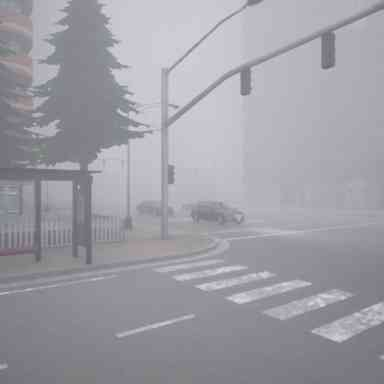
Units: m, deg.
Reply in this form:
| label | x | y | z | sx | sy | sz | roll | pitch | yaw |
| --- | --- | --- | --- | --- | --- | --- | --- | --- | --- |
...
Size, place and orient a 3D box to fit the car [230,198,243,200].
| label | x | y | z | sx | sy | sz | roll | pitch | yaw |
| --- | --- | --- | --- | --- | --- | --- | --- | --- | --- |
| car | 1.989 | 1.517 | 29.949 | 1.882 | 1.535 | 5.008 | 0 | 0 | -35 |

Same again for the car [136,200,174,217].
| label | x | y | z | sx | sy | sz | roll | pitch | yaw |
| --- | --- | --- | --- | --- | --- | --- | --- | --- | --- |
| car | -3.583 | 1.520 | 31.770 | 1.882 | 1.535 | 5.008 | 0 | 0 | -35 |

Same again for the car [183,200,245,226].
| label | x | y | z | sx | sy | sz | roll | pitch | yaw |
| --- | --- | --- | --- | --- | --- | --- | --- | --- | --- |
| car | 1.754 | 1.534 | 24.158 | 2.128 | 1.511 | 4.902 | 0 | 0 | -34 |
